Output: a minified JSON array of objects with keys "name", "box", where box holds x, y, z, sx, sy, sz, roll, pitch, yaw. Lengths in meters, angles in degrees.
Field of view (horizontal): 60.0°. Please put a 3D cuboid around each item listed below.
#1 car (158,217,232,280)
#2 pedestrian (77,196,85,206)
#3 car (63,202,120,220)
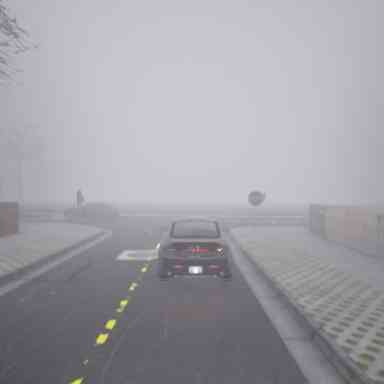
[{"name":"car","box":[0.087,1.498,9.892,1.837,1.490,4.892,0,0,0]},{"name":"pedestrian","box":[-9.735,0.985,29.058,0.375,1.860,0.375,0,-1,0]},{"name":"car","box":[-7.871,1.448,26.222,4.181,1.385,1.994,1,0,3]}]
